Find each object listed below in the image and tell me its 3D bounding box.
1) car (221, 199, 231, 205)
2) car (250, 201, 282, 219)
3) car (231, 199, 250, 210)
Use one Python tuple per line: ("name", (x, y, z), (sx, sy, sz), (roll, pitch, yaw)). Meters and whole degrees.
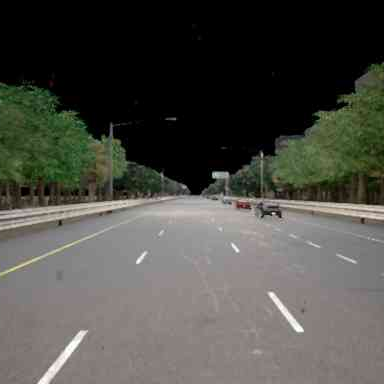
("car", (7.267, 2.029, 70.784), (1.895, 1.301, 4.718), (0, 0, 0))
("car", (7.049, 1.640, 31.102), (1.837, 1.490, 4.892), (0, 0, 0))
("car", (7.120, 1.747, 47.556), (1.882, 1.535, 5.008), (0, -1, 0))
